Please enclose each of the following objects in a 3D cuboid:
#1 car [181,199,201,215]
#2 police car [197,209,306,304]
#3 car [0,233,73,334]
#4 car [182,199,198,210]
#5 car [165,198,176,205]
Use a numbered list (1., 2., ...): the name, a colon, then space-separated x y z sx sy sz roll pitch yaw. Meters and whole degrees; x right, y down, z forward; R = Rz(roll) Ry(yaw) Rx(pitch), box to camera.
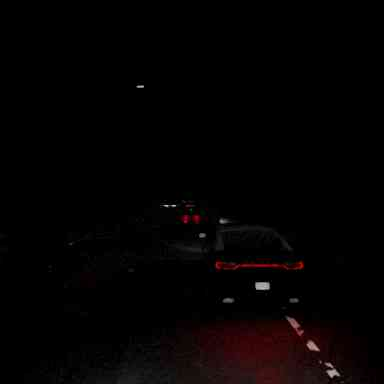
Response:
1. car: -0.109 1.584 35.474 2.128 1.511 4.902 0 0 0
2. police car: 1.224 1.437 8.370 1.930 1.638 5.238 0 0 0
3. car: -3.604 1.533 5.891 1.812 1.442 4.674 0 0 0
4. car: -0.271 1.713 45.874 1.994 1.385 4.181 0 0 0
5. car: -4.136 1.831 64.407 2.033 1.411 5.357 0 0 -1
